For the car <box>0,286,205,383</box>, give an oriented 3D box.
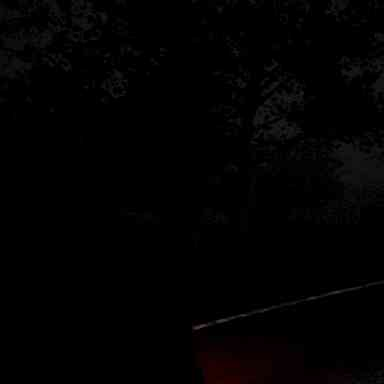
[{"bbox_3d":[-2.245,1.468,1.918,5.008,1.535,1.882,0,0,-35],"label":"car"}]
